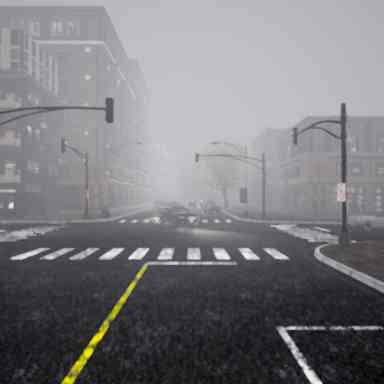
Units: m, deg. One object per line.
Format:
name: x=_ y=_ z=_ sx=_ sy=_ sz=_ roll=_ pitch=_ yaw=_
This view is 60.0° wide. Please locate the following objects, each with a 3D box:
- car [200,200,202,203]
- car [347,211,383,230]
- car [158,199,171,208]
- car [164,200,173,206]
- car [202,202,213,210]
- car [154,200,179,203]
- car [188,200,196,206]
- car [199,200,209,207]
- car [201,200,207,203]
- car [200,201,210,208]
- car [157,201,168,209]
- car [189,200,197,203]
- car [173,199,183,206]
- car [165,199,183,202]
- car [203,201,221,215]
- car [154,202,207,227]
car: x=2.685 y=2.173 z=52.611 sx=1.967 sy=1.590 sz=4.097 roll=0 pitch=-1 yaw=0
car: x=13.471 y=1.975 z=23.507 sx=4.718 sy=1.301 sz=1.895 roll=0 pitch=-1 yaw=0
car: x=-5.697 y=2.305 z=69.703 sx=2.192 sy=1.841 sz=5.009 roll=0 pitch=-1 yaw=0
car: x=-5.698 y=2.718 z=81.091 sx=2.008 sy=1.369 sz=4.403 roll=0 pitch=-1 yaw=0
car: x=2.685 y=2.399 z=58.306 sx=1.802 sy=1.307 sz=4.206 roll=0 pitch=-1 yaw=0
car: x=-3.103 y=2.045 z=40.316 sx=2.128 sy=1.511 sz=4.902 roll=0 pitch=-1 yaw=0
car: x=-0.006 y=2.576 z=78.404 sx=2.033 sy=1.411 sz=5.357 roll=0 pitch=-1 yaw=0
car: x=2.683 y=2.517 z=75.396 sx=1.967 sy=1.590 sz=4.097 roll=0 pitch=-1 yaw=0
car: x=2.686 y=2.089 z=46.915 sx=1.967 sy=1.590 sz=4.097 roll=0 pitch=-1 yaw=0
car: x=2.684 y=2.540 z=69.698 sx=2.008 sy=1.369 sz=4.403 roll=0 pitch=-1 yaw=0
car: x=-5.696 y=2.485 z=64.003 sx=1.802 sy=1.307 sz=4.206 roll=0 pitch=-1 yaw=0
car: x=-0.004 y=2.528 z=68.397 sx=1.994 sy=1.385 sz=4.181 roll=0 pitch=-1 yaw=0
car: x=-3.005 y=2.173 z=72.581 sx=1.812 sy=1.442 sz=4.674 roll=0 pitch=-1 yaw=0
car: x=-3.083 y=2.273 z=56.840 sx=1.882 sy=1.535 sz=5.008 roll=0 pitch=-1 yaw=0
car: x=2.687 y=2.117 z=41.217 sx=2.008 sy=1.369 sz=4.403 roll=0 pitch=-1 yaw=0
car: x=-1.082 y=1.843 z=26.206 sx=2.128 sy=1.511 sz=4.902 roll=0 pitch=-1 yaw=-26
